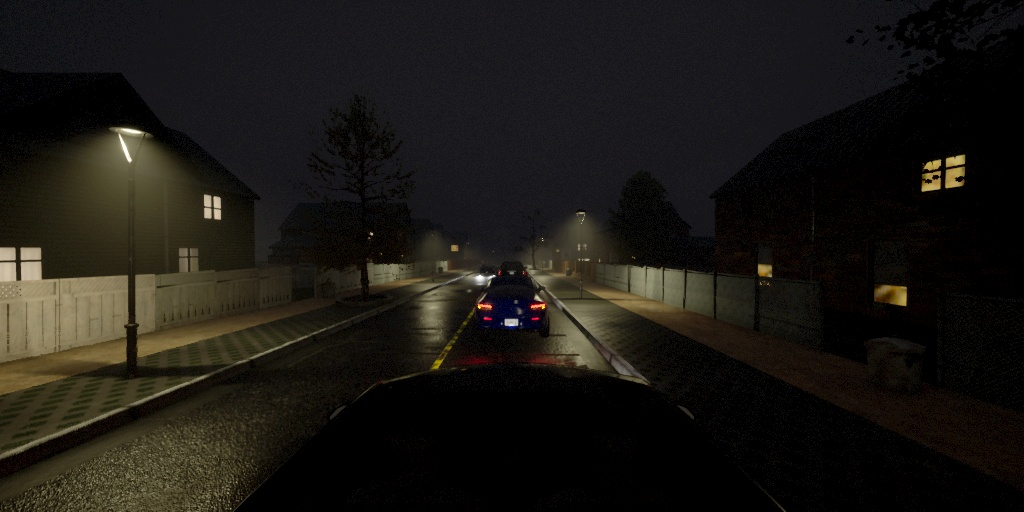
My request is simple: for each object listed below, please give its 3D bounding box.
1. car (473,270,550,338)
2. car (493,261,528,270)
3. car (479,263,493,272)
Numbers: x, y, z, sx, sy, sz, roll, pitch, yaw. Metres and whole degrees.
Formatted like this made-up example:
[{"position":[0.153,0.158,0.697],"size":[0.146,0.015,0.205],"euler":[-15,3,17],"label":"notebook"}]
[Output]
[{"position":[-0.015,1.275,10.072],"size":[1.812,1.442,4.674],"euler":[0,0,0],"label":"car"},{"position":[0.008,1.122,24.992],"size":[2.097,1.767,4.553],"euler":[0,0,1],"label":"car"},{"position":[-2.725,1.503,41.360],"size":[1.895,1.301,4.718],"euler":[0,0,1],"label":"car"}]
